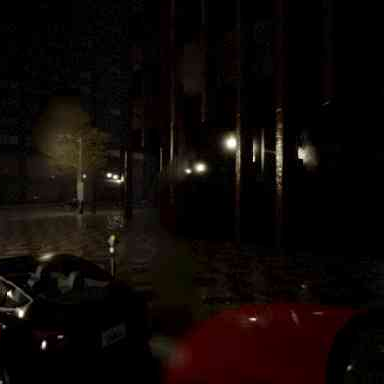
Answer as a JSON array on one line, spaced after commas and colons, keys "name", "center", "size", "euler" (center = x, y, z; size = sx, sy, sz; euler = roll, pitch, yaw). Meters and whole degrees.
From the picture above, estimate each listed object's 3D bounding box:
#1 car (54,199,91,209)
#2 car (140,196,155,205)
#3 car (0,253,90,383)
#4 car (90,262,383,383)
[{"name": "car", "center": [-15.423, 1.530, 43.373], "size": [1.895, 1.301, 4.718], "euler": [0, 0, 35]}, {"name": "car", "center": [-6.573, 1.424, 55.796], "size": [1.812, 1.442, 4.674], "euler": [0, 0, 36]}, {"name": "car", "center": [-2.525, 1.565, 4.762], "size": [4.313, 1.339, 1.947], "euler": [0, 0, 35]}, {"name": "car", "center": [2.066, 1.315, 1.491], "size": [5.009, 1.841, 2.192], "euler": [0, 0, 35]}]
